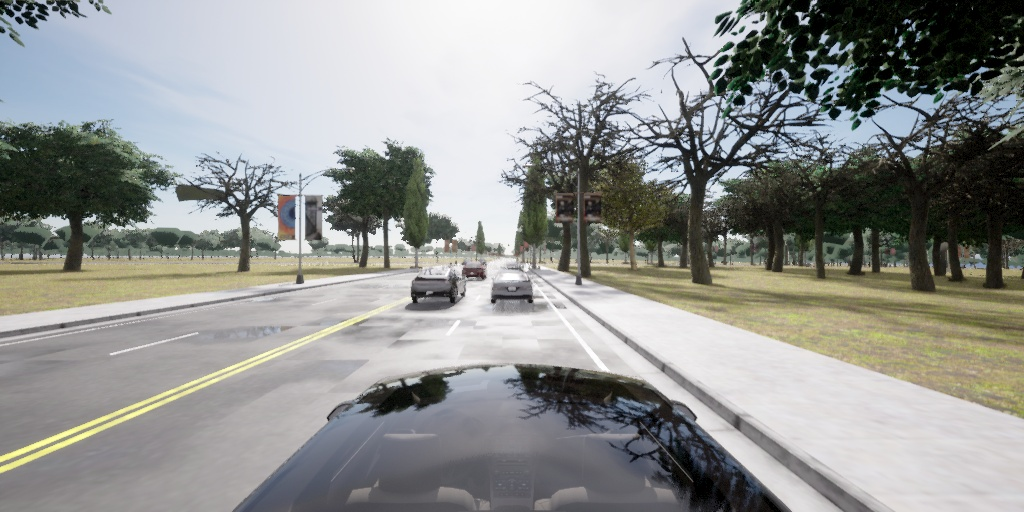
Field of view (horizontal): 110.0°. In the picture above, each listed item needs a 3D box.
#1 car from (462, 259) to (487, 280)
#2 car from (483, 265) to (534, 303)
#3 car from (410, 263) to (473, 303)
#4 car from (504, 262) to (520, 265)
[{"bbox_3d":[-3.250,1.266,31.501,1.882,1.535,5.008,0,0,0],"label":"car"},{"bbox_3d":[0.000,1.319,16.500,2.033,1.411,5.357,0,0,0],"label":"car"},{"bbox_3d":[-3.250,1.250,16.500,2.128,1.511,4.902,0,0,0],"label":"car"},{"bbox_3d":[0.000,1.298,31.501,1.837,1.490,4.892,0,0,0],"label":"car"}]
